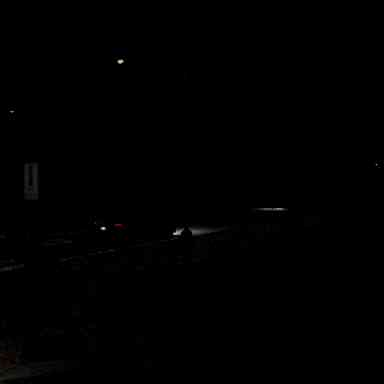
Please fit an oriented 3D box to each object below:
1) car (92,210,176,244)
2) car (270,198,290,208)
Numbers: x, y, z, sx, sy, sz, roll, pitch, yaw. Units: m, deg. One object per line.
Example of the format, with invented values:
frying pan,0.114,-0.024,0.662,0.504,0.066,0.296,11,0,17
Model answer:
car,-2.616,1.533,15.828,1.994,1.385,4.181,-1,0,35
car,13.063,1.616,49.125,1.812,1.442,4.674,-1,-1,35
